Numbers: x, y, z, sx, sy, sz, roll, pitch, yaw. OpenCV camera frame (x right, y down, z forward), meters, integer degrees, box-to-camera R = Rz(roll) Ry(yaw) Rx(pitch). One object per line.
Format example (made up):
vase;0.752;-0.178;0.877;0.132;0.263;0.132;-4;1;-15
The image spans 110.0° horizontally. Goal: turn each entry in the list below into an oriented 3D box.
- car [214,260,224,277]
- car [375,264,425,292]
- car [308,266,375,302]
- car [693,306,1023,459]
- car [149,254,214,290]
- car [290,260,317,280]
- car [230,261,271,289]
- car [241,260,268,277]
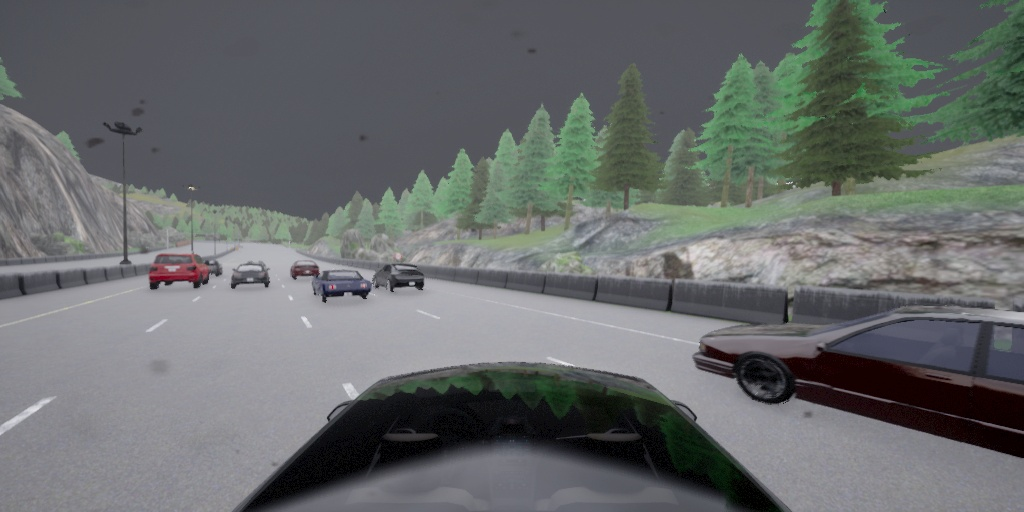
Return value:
car;-27.827;1.108;32.862;2.128;1.511;4.902;0;0;-35
car;-6.622;1.193;20.761;1.837;1.490;4.892;0;0;-35
car;-8.090;1.298;16.741;1.895;1.301;4.718;0;0;-35
car;5.047;1.301;3.990;2.033;1.411;5.357;0;0;-35
car;-20.403;0.880;22.181;2.150;2.045;5.566;0;0;-34
car;-17.663;1.123;30.508;1.882;1.535;5.008;0;0;-35
car;-16.437;1.192;22.616;1.812;1.442;4.674;0;0;-35
car;-24.771;1.167;34.597;2.033;1.411;5.357;0;0;-35
